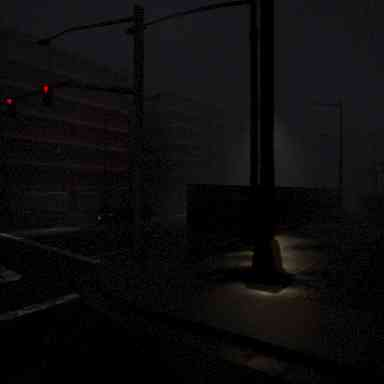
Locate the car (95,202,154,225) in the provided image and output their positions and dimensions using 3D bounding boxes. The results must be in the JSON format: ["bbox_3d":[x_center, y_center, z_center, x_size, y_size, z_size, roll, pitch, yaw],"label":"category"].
[{"bbox_3d":[-4.932,1.519,24.787,2.128,1.511,4.902,0,0,35],"label":"car"}]
